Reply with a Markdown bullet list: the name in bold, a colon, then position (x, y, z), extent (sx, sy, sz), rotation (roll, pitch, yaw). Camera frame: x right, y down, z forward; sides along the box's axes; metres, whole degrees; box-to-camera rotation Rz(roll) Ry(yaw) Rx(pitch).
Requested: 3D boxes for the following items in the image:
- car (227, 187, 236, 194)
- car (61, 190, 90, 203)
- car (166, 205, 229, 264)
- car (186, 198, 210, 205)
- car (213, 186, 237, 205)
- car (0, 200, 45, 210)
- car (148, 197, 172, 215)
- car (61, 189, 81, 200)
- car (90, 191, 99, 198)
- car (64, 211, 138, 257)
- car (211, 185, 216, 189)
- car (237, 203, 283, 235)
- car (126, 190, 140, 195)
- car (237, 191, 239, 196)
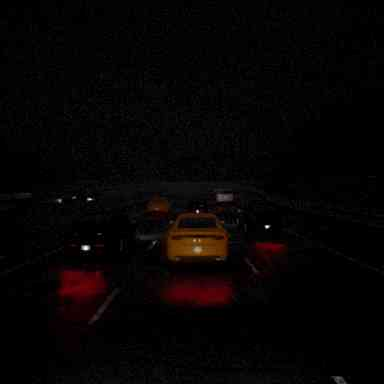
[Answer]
- **car**: position (9.650, -0.306, 81.666), extent (1.837, 1.490, 4.892), rotation (0, 2, 3)
- **car**: position (-16.599, 0.745, 46.849), extent (2.097, 1.767, 4.553), rotation (0, 1, 3)
- **car**: position (0.183, 1.464, 11.836), extent (1.882, 1.535, 5.008), rotation (0, 0, 1)
- **car**: position (0.522, 1.281, 29.880), extent (1.837, 1.490, 4.892), rotation (0, 1, 1)
- **car**: position (4.423, 0.625, 45.306), extent (2.150, 2.045, 5.566), rotation (0, 1, 2)
- **car**: position (-13.758, 1.377, 26.956), extent (2.033, 1.411, 5.357), rotation (0, 1, 1)
- **car**: position (-2.944, 1.229, 31.192), extent (1.882, 1.535, 5.008), rotation (0, 1, 2)
- **car**: position (-22.254, 0.390, 61.393), extent (2.097, 1.767, 4.553), rotation (0, 2, 0)
- **car**: position (-19.255, 0.471, 63.831), extent (1.812, 1.442, 4.674), rotation (0, 2, 3)
- **car**: position (-3.306, 1.486, 12.844), extent (1.837, 1.490, 4.892), rotation (0, 0, 1)
- **car**: position (6.232, -0.337, 83.435), extent (1.882, 1.535, 5.008), rotation (0, 2, 3)
- **car**: position (3.642, 1.377, 18.320), extent (1.837, 1.490, 4.892), rotation (0, 1, 1)
- **car**: position (-12.037, 0.243, 68.120), extent (1.882, 1.535, 5.008), rotation (0, 2, 3)
- **car**: position (9.029, 0.091, 71.659), extent (1.812, 1.442, 4.674), rotation (0, 2, 4)
